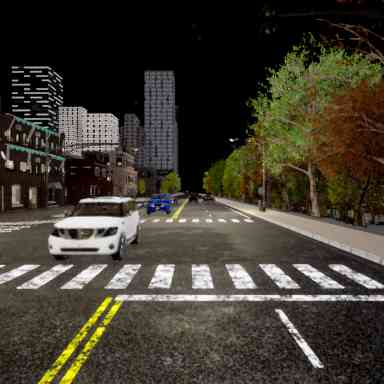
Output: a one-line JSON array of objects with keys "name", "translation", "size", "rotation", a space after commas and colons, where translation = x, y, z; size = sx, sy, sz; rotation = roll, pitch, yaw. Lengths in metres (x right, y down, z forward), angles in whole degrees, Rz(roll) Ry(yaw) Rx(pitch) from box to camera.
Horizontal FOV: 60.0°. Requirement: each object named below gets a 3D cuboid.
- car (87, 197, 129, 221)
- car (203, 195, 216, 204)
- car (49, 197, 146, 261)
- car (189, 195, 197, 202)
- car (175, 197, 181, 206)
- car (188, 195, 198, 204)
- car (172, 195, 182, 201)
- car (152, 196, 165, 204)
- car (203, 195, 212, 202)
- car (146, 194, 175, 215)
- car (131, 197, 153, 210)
[{"name": "car", "translation": [-6.863, 1.344, 27.824], "size": [2.097, 1.767, 4.553], "rotation": [0, 0, 4]}, {"name": "car", "translation": [3.494, 1.467, 63.987], "size": [2.128, 1.511, 4.902], "rotation": [0, 0, 0]}, {"name": "car", "translation": [-3.324, 1.219, 12.587], "size": [2.150, 2.045, 5.566], "rotation": [0, 0, 0]}, {"name": "car", "translation": [0.180, 1.494, 75.592], "size": [1.812, 1.442, 4.674], "rotation": [0, 0, 0]}, {"name": "car", "translation": [-3.226, 1.472, 52.515], "size": [2.128, 1.511, 4.902], "rotation": [0, 0, 0]}, {"name": "car", "translation": [0.246, 1.480, 65.255], "size": [1.837, 1.490, 4.892], "rotation": [0, 0, 0]}, {"name": "car", "translation": [-3.098, 1.184, 68.196], "size": [1.895, 1.301, 4.718], "rotation": [0, 0, 0]}, {"name": "car", "translation": [-6.398, 1.482, 63.954], "size": [1.837, 1.490, 4.892], "rotation": [0, 0, 1]}, {"name": "car", "translation": [3.414, 1.448, 74.257], "size": [1.882, 1.535, 5.008], "rotation": [0, 0, 0]}, {"name": "car", "translation": [-3.275, 1.209, 34.421], "size": [2.150, 2.045, 5.566], "rotation": [0, 0, 0]}, {"name": "car", "translation": [-6.500, 1.477, 43.777], "size": [2.128, 1.511, 4.902], "rotation": [0, 0, 0]}]
